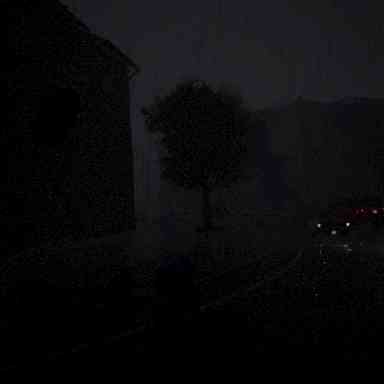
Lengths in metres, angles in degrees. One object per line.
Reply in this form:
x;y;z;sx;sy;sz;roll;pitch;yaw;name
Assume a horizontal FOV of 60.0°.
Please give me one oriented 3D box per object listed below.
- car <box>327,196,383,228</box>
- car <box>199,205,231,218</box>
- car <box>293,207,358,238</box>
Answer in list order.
10.793;1.327;22.696;2.150;2.045;5.566;-2;-1;-5;car
2.720;2.321;40.785;2.128;1.511;4.902;-3;-1;-31;car
7.251;1.784;18.942;1.895;1.301;4.718;-2;-1;2;car
